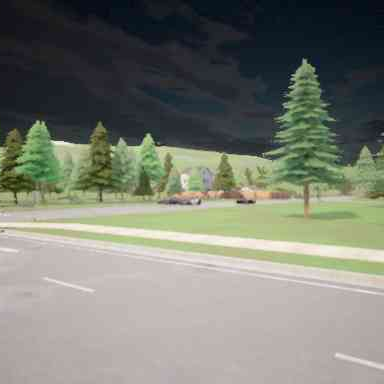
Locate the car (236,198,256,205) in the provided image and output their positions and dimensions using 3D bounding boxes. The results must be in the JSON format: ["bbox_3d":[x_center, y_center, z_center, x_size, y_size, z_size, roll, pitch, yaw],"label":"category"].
[{"bbox_3d":[9.945,1.734,61.765,1.895,1.301,4.718,0,0,37],"label":"car"}]

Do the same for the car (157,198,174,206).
[{"bbox_3d":[-3.959,1.731,60.580,2.033,1.411,5.357,0,0,37],"label":"car"}]

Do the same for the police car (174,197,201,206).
[{"bbox_3d":[-0.462,1.671,59.355,2.038,1.542,4.974,0,0,36],"label":"police car"}]
